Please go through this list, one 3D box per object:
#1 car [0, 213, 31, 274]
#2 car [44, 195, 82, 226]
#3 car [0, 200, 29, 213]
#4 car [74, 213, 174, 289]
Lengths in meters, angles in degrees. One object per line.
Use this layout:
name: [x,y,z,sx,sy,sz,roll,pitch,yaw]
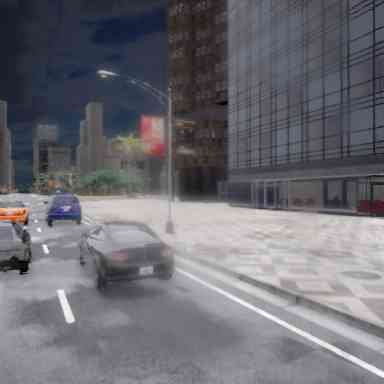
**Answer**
car: [-6.033,1.572,10.146,1.994,1.385,4.181,0,0,-26]
car: [-9.421,1.250,24.189,2.150,2.045,5.566,0,0,-26]
car: [-12.666,1.372,23.413,2.097,1.767,4.553,0,0,-26]
car: [-2.003,1.538,9.317,1.812,1.442,4.674,0,0,-26]
